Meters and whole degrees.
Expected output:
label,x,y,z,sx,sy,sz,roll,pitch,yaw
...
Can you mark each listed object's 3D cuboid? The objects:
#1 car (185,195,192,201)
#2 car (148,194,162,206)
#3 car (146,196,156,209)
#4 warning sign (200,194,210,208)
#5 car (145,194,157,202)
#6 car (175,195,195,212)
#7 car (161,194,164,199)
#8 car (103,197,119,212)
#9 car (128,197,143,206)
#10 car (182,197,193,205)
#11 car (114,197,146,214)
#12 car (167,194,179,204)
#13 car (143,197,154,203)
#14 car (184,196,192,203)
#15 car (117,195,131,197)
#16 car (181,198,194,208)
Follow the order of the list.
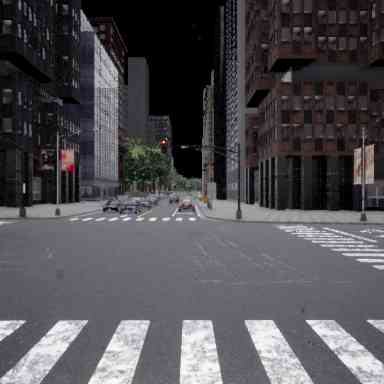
label,x,y,z,sx,sy,sz,roll,pitch,yaw
car,-0.939,1.574,87.797,1.967,1.590,4.097,0,0,0
car,-6.571,1.551,55.547,1.837,1.490,4.892,0,0,0
car,-6.523,1.586,45.354,1.994,1.385,4.181,0,0,-1
warning sign,1.672,1.132,42.659,1.300,1.860,1.060,0,0,0
car,-9.392,1.417,76.900,2.192,1.841,5.009,0,0,0
car,-0.615,1.448,38.973,1.967,1.590,4.097,0,0,0
car,-9.465,1.449,87.752,2.192,1.841,5.009,0,0,0
car,-9.139,1.574,38.919,1.947,1.339,4.313,0,0,0
car,-9.246,1.570,55.026,1.752,1.417,4.829,0,0,0
car,-0.758,1.603,60.672,1.887,1.381,4.507,0,0,0
car,-6.459,1.548,35.399,2.033,1.411,5.357,0,0,-1
car,-3.451,1.576,65.675,1.837,1.490,4.892,0,0,0
car,-9.355,1.669,71.474,1.802,1.307,4.206,0,0,0
car,-0.832,1.613,71.692,1.752,1.417,4.829,0,0,0
car,-9.176,1.335,44.345,2.192,1.841,5.009,0,0,0
car,-0.686,1.614,49.822,1.802,1.307,4.206,0,0,0
